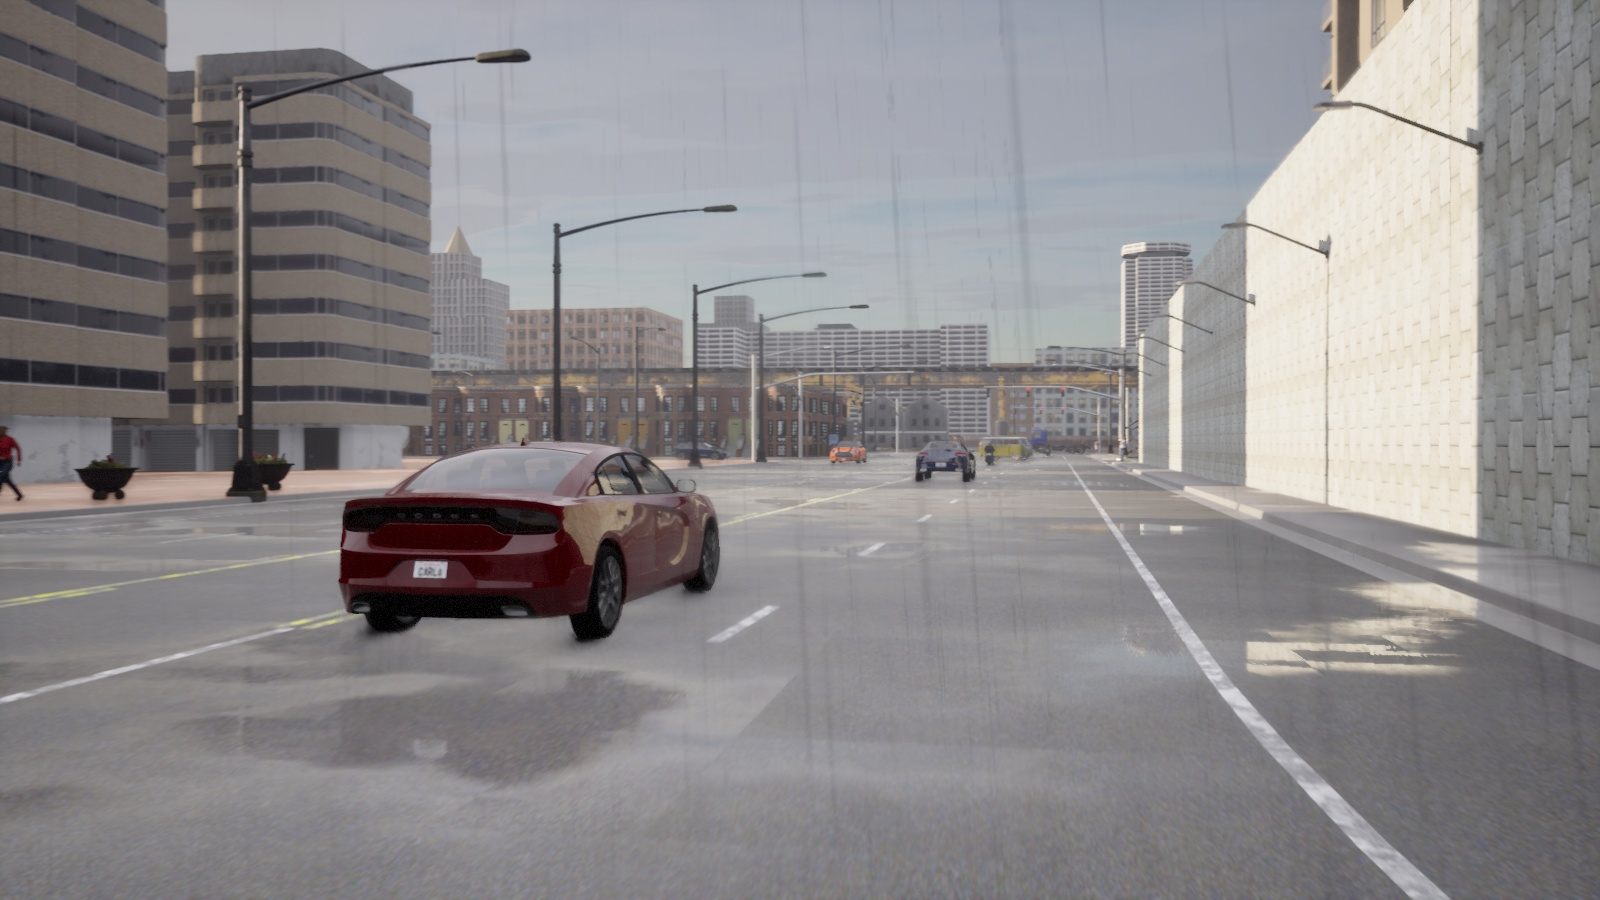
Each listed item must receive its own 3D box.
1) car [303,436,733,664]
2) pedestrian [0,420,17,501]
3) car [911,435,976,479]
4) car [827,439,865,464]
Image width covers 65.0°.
[{"bbox_3d":[-2.100,0.658,11.100,1.882,1.535,5.008,0,0,11],"label":"car"},{"bbox_3d":[-18.167,0.236,28.491,0.331,1.846,0.636,0,0,13],"label":"pedestrian"},{"bbox_3d":[5.824,0.250,50.457,2.152,1.651,5.027,0,0,11],"label":"car"},{"bbox_3d":[3.392,0.093,91.666,2.097,1.767,4.553,0,0,11],"label":"car"}]
